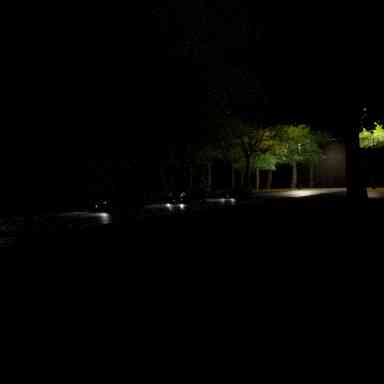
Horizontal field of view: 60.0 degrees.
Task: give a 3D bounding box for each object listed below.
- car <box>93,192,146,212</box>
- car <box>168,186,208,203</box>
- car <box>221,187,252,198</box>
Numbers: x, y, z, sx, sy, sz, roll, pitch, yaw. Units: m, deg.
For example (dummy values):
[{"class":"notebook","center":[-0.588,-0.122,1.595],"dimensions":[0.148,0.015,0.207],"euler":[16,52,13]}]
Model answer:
[{"class":"car","center":[-5.801,0.718,27.119],"dimensions":[1.812,1.442,4.674],"euler":[-1,2,39]},{"class":"car","center":[-0.378,0.193,34.159],"dimensions":[2.097,1.767,4.553],"euler":[-1,2,38]},{"class":"car","center":[5.678,0.061,41.995],"dimensions":[1.895,1.301,4.718],"euler":[-1,2,38]}]
